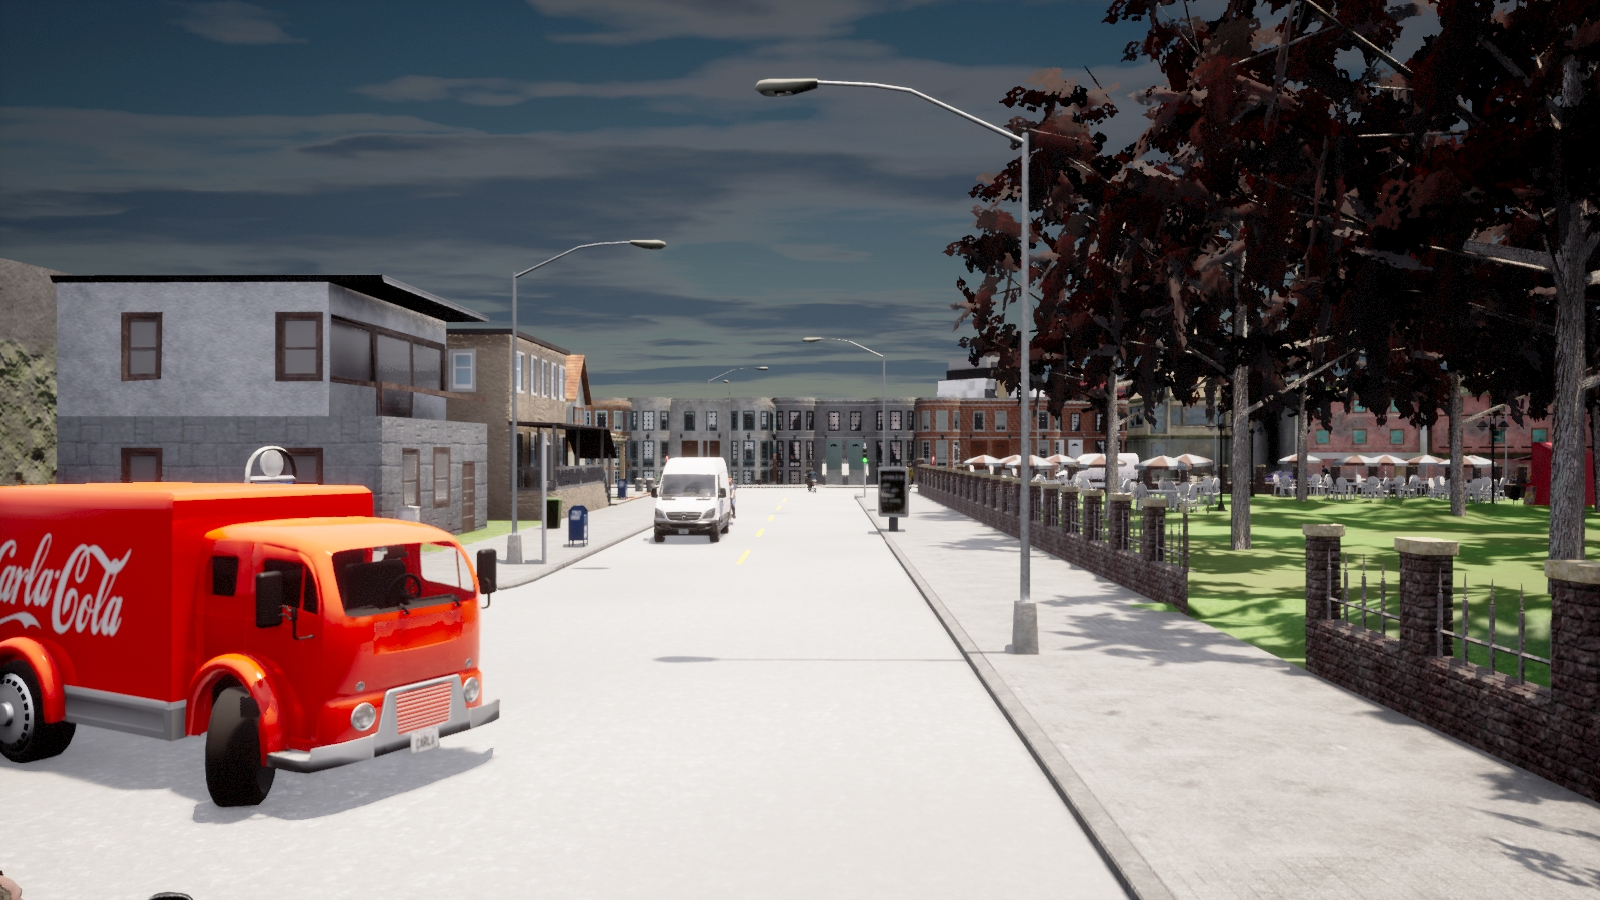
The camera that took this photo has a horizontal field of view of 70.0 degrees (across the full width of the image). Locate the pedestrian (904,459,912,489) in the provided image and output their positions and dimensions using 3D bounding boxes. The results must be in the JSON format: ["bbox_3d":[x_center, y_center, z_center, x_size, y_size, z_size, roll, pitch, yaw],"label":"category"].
[{"bbox_3d":[6.876,1.516,72.673,0.375,1.860,0.375,0,0,24],"label":"pedestrian"}]

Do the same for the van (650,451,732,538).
[{"bbox_3d":[-3.393,1.314,36.728,1.988,2.561,5.915,0,0,1],"label":"van"}]

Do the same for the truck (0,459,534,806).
[{"bbox_3d":[-5.389,1.345,10.705,5.204,2.467,2.627,0,0,29],"label":"truck"}]

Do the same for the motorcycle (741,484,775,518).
[{"bbox_3d":[-1.677,1.985,45.065,0.867,1.251,2.209,0,0,-15],"label":"motorcycle"}]

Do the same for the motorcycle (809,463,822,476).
[{"bbox_3d":[1.599,1.962,117.243,0.856,1.236,1.805,-3,0,-14],"label":"motorcycle"}]
